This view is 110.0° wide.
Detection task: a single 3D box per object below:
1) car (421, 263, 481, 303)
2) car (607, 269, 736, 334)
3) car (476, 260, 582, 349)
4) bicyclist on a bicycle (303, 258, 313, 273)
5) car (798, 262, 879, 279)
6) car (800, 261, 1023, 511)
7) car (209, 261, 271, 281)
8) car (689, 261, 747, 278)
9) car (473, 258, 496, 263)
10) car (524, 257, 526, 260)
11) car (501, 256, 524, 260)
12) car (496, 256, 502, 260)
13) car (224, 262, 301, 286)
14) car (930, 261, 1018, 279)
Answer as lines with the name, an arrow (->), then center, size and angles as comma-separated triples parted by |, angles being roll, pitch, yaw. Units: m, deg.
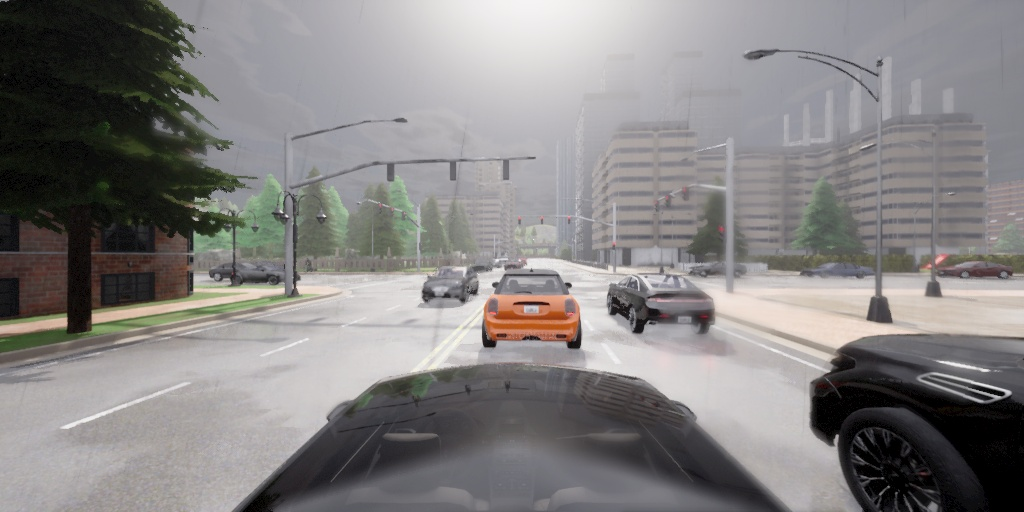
car -> -2.708, 1.238, 16.650 | 2.128, 1.511, 4.902 | 0, 0, 4
car -> 4.092, 1.240, 10.596 | 2.128, 1.511, 4.902 | 0, 0, 4
car -> 0.517, 1.100, 9.368 | 2.097, 1.767, 4.553 | 0, 0, 3
bicyclist on a bicycle -> -22.758, 1.043, 40.054 | 0.582, 1.620, 1.656 | 0, 0, 4
car -> 29.454, 1.291, 32.500 | 5.357, 1.411, 2.033 | 0, 0, 4
car -> 3.708, 0.972, 0.759 | 2.150, 2.045, 5.566 | 0, 0, 0
car -> -21.705, 1.250, 28.974 | 4.892, 1.490, 1.837 | 0, 0, 4
car -> 19.002, 1.235, 33.254 | 4.902, 1.511, 2.128 | 0, 0, 4
car -> -3.759, 1.093, 45.884 | 2.097, 1.767, 4.553 | 0, 0, 6
car -> 0.929, 1.302, 60.736 | 1.994, 1.385, 4.181 | 0, 0, 4
car -> 0.135, 1.092, 50.056 | 2.097, 1.767, 4.553 | 0, 0, 4
car -> -2.811, 1.229, 57.669 | 2.128, 1.511, 4.902 | 0, 0, 4
car -> -17.217, 1.309, 25.138 | 4.181, 1.385, 1.994 | 0, 0, 4
car -> 40.707, 1.221, 31.680 | 5.008, 1.535, 1.882 | 0, 0, 4
